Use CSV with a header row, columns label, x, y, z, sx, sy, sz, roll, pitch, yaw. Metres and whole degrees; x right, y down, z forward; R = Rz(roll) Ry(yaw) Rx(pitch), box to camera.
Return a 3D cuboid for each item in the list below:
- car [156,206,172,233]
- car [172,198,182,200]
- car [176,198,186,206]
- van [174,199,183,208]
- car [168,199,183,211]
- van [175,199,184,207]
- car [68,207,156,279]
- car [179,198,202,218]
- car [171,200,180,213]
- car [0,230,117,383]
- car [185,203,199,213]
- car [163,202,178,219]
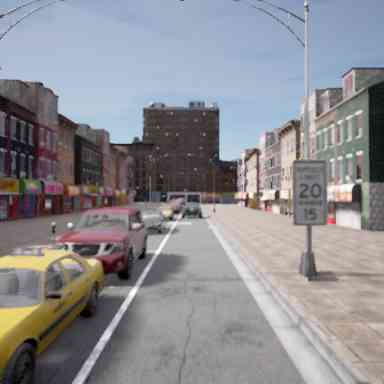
label,x,y,z,sx,sy,sz,roll,pitch,yaw
car,-2.638,1.838,21.577,2.008,1.369,4.403,0,-1,0
car,-2.643,2.117,48.796,1.967,1.590,4.097,0,-1,0
car,-2.648,2.439,81.461,2.192,1.841,5.009,0,-1,0
van,-2.645,2.245,65.129,1.690,1.788,3.998,0,-1,0
car,-2.643,2.068,54.242,2.192,1.841,5.009,0,-1,0
van,-2.646,2.319,70.573,1.690,1.788,3.998,0,-1,0
car,-2.634,1.452,10.692,2.192,1.841,5.009,0,-1,0
car,-0.005,1.847,35.777,2.097,1.767,4.553,0,-1,0
car,-2.643,2.144,43.351,1.887,1.381,4.507,0,-1,0
car,-2.634,1.587,5.077,1.752,1.417,4.829,0,-1,0
car,0.001,2.256,46.951,1.895,1.301,4.718,0,-1,0
car,-2.640,1.965,32.294,1.752,1.417,4.829,0,-1,0
